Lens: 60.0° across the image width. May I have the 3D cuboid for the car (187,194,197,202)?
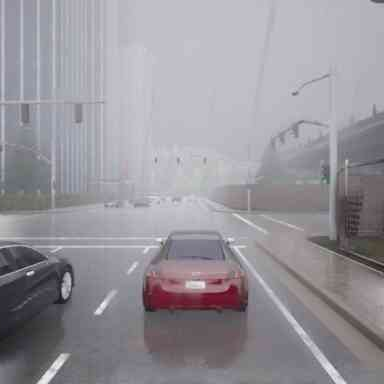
[{"bbox_3d":[-0.018,1.513,74.614,1.812,1.442,4.674,0,0,0],"label":"car"}]

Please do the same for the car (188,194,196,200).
[{"bbox_3d":[-0.021,1.354,84.723,1.837,1.490,4.892,0,0,0],"label":"car"}]

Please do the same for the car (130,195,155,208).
[{"bbox_3d":[-7.100,1.544,48.008,2.033,1.411,5.357,0,0,0],"label":"car"}]

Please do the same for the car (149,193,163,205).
[{"bbox_3d":[-7.075,1.218,61.104,2.150,2.045,5.566,0,0,0],"label":"car"}]

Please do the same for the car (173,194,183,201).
[{"bbox_3d":[-3.521,1.379,84.722,2.128,1.511,4.902,0,0,0],"label":"car"}]

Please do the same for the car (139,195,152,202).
[{"bbox_3d":[-10.519,1.515,75.598,2.033,1.411,5.357,0,0,0],"label":"car"}]

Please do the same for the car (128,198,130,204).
[{"bbox_3d":[-10.569,1.502,61.722,1.837,1.490,4.892,0,0,0],"label":"car"}]

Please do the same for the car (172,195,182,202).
[{"bbox_3d":[-3.518,1.489,74.298,1.837,1.490,4.892,0,0,0],"label":"car"}]

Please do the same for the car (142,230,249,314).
[{"bbox_3d":[0.070,1.563,7.708,1.994,1.385,4.181,0,0,0],"label":"car"}]

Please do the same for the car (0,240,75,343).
[{"bbox_3d":[-3.443,1.504,5.251,1.837,1.490,4.892,0,0,0],"label":"car"}]

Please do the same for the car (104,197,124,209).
[{"bbox_3d":[-10.603,1.486,45.380,2.128,1.511,4.902,0,0,0],"label":"car"}]

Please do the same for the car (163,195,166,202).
[{"bbox_3d":[-7.019,1.468,76.432,1.837,1.490,4.892,0,0,0],"label":"car"}]
